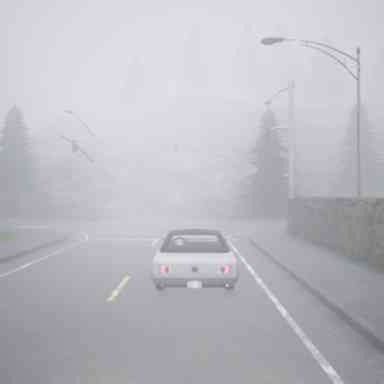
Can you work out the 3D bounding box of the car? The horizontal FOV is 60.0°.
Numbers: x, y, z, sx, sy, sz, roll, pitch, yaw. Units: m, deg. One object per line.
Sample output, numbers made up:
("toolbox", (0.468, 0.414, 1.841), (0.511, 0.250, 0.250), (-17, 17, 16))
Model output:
("car", (0.075, 1.667, 9.197), (1.895, 1.301, 4.718), (0, 0, 0))
